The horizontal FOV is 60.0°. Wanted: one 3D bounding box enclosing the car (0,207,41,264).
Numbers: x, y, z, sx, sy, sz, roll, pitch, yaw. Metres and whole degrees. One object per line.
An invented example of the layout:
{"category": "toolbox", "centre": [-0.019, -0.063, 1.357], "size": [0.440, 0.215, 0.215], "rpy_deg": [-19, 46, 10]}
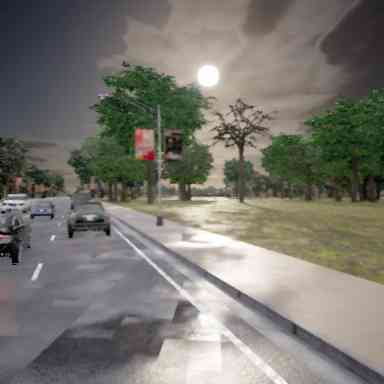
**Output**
{"category": "car", "centre": [-6.697, 1.493, 11.446], "size": [2.128, 1.511, 4.902], "rpy_deg": [0, 0, -19]}

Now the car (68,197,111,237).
{"category": "car", "centre": [-5.735, 1.332, 18.426], "size": [2.097, 1.767, 4.553], "rpy_deg": [0, 0, -19]}

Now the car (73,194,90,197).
{"category": "car", "centre": [-12.082, 1.225, 36.431], "size": [2.150, 2.045, 5.566], "rpy_deg": [0, 0, -19]}

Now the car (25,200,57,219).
{"category": "car", "centre": [-12.925, 1.560, 29.091], "size": [2.033, 1.411, 5.357], "rpy_deg": [0, 0, -19]}

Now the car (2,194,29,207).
{"category": "car", "centre": [-19.229, 1.275, 36.604], "size": [2.150, 2.045, 5.566], "rpy_deg": [0, 0, -19]}
